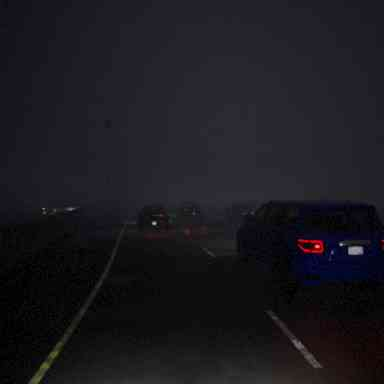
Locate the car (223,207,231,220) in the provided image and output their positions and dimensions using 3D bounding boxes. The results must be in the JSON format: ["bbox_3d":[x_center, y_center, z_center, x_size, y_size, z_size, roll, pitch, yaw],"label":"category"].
[{"bbox_3d":[3.903,1.555,25.713,2.033,1.411,5.357,0,0,-9],"label":"car"}]

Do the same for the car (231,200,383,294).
[{"bbox_3d":[2.823,1.216,9.006,2.150,2.045,5.566,0,0,-6],"label":"car"}]

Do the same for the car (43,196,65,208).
[{"bbox_3d":[-21.839,1.688,52.252,1.837,1.490,4.892,0,0,-9],"label":"car"}]

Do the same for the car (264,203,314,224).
[{"bbox_3d":[7.405,1.589,25.942,1.895,1.301,4.718,0,0,-9],"label":"car"}]

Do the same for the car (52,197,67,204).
[{"bbox_3d":[-28.480,1.770,71.663,1.994,1.385,4.181,0,0,-9],"label":"car"}]

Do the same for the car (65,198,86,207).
[{"bbox_3d":[-18.635,1.659,54.375,2.128,1.511,4.902,0,0,-9],"label":"car"}]

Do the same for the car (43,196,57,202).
[{"bbox_3d":[-32.900,1.596,77.042,1.994,1.385,4.181,0,0,-9],"label":"car"}]

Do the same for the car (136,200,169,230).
[{"bbox_3d":[-2.562,1.546,21.689,1.837,1.490,4.892,0,0,-9],"label":"car"}]

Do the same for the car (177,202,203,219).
[{"bbox_3d":[-0.189,1.561,29.131,1.812,1.442,4.674,0,0,-9],"label":"car"}]
